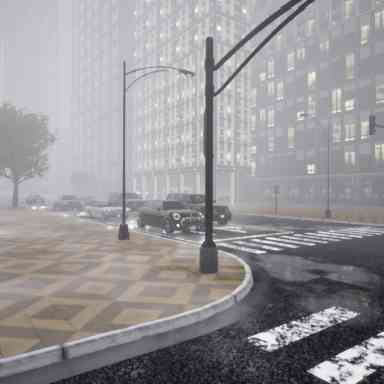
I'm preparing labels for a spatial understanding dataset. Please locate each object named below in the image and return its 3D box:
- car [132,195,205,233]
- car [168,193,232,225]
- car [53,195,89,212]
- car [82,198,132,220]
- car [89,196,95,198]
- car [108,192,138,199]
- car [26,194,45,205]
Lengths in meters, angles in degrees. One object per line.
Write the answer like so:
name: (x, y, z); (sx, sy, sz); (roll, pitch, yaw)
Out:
car: (-1.255, 1.216, 18.646); (2.097, 1.767, 4.553); (0, 0, -37)
car: (0.187, 1.085, 22.155); (2.150, 2.045, 5.566); (0, 0, -37)
car: (-12.571, 1.061, 33.896); (2.097, 1.767, 4.553); (0, 0, -37)
car: (-6.618, 1.393, 25.862); (1.895, 1.301, 4.718); (0, 0, -37)
car: (-12.084, 1.183, 38.699); (2.128, 1.511, 4.902); (0, 0, -37)
car: (-5.984, 1.001, 30.475); (2.150, 2.045, 5.566); (0, 0, -36)
car: (-22.090, 1.060, 46.863); (2.128, 1.511, 4.902); (0, 0, -36)
